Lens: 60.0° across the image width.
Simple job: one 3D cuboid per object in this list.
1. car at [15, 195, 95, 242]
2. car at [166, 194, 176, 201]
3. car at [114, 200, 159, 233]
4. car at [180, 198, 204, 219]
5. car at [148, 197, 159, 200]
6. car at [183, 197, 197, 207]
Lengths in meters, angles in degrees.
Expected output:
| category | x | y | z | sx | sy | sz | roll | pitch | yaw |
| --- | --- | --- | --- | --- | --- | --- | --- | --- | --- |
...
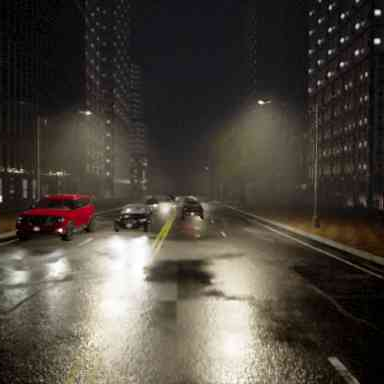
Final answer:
| category | x | y | z | sx | sy | sz | roll | pitch | yaw |
| --- | --- | --- | --- | --- | --- | --- | --- | --- | --- |
| car | -6.493 | 1.174 | 16.561 | 2.150 | 2.045 | 5.566 | 0 | 0 | -1 |
| car | -3.832 | 1.214 | 60.974 | 1.837 | 1.490 | 4.892 | 0 | 0 | -1 |
| car | -3.290 | 1.473 | 19.706 | 2.128 | 1.511 | 4.902 | 0 | 0 | -1 |
| car | 0.009 | 1.517 | 29.219 | 1.837 | 1.490 | 4.892 | 0 | 0 | -1 |
| car | -7.085 | 1.570 | 60.927 | 1.994 | 1.385 | 4.181 | 0 | 0 | -1 |
| car | -0.341 | 1.568 | 51.739 | 2.033 | 1.411 | 5.357 | 0 | 0 | -1 |
